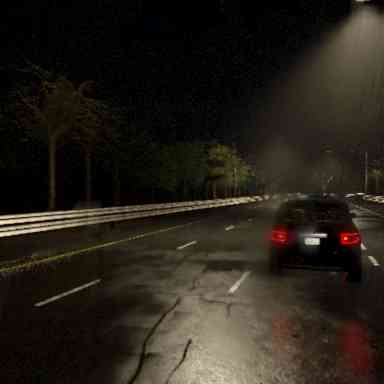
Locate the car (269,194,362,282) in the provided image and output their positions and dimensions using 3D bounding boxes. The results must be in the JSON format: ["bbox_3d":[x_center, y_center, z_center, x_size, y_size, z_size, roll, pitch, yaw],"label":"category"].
[{"bbox_3d":[3.701,1.214,10.065,2.150,2.045,5.566,-1,0,21],"label":"car"}]

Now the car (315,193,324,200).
[{"bbox_3d":[33.444,1.257,87.442,2.097,1.767,4.553,-1,0,21],"label":"car"}]

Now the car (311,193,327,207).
[{"bbox_3d":[19.759,1.166,51.842,2.150,2.045,5.566,-1,0,21],"label":"car"}]
